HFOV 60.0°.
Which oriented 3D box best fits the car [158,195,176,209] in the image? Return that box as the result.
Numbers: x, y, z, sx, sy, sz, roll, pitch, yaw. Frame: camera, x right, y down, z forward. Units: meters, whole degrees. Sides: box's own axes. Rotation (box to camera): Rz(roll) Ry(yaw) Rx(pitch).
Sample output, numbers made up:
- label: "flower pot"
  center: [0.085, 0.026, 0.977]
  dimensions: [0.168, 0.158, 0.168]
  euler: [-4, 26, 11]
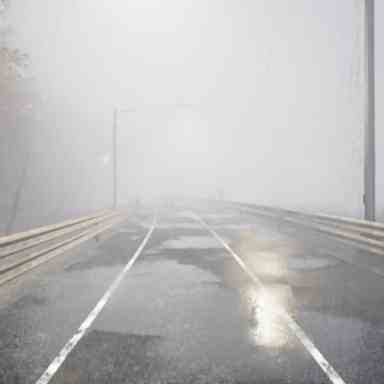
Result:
- label: "car"
  center: [-3.269, 1.522, 44.816]
  dimensions: [1.812, 1.442, 4.674]
  euler: [0, 0, -9]

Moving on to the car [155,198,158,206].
- label: "car"
  center: [-4.904, 1.345, 54.986]
  dimensions: [2.097, 1.767, 4.553]
  euler: [0, 0, -10]
